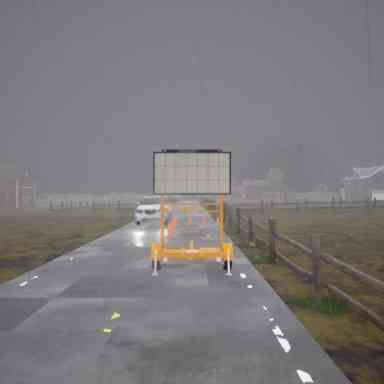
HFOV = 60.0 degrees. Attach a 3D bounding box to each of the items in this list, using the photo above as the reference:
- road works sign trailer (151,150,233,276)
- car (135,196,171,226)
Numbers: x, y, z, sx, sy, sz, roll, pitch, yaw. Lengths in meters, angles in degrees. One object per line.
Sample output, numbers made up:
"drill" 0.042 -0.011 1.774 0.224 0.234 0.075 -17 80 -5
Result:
"road works sign trailer" 0.003 0.481 10.425 2.380 3.560 2.880 0 0 0
"car" -2.744 1.299 24.477 2.150 2.045 5.566 0 0 0
